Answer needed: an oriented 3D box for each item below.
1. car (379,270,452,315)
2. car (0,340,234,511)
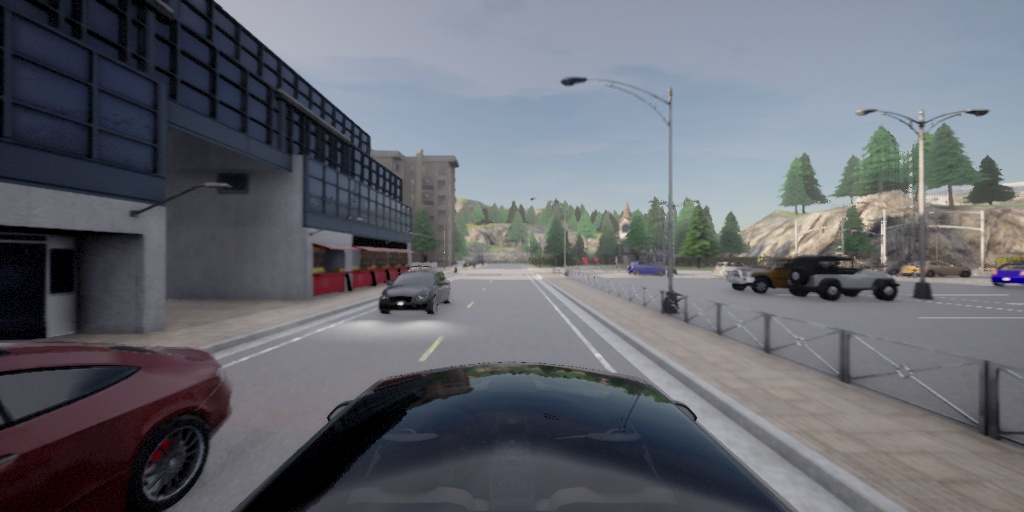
[{"bbox_3d":[-3.578,1.312,14.004,1.837,1.490,4.892,0,-1,0],"label":"car"},{"bbox_3d":[-3.598,1.273,1.601,1.812,1.442,4.674,0,0,0],"label":"car"}]
